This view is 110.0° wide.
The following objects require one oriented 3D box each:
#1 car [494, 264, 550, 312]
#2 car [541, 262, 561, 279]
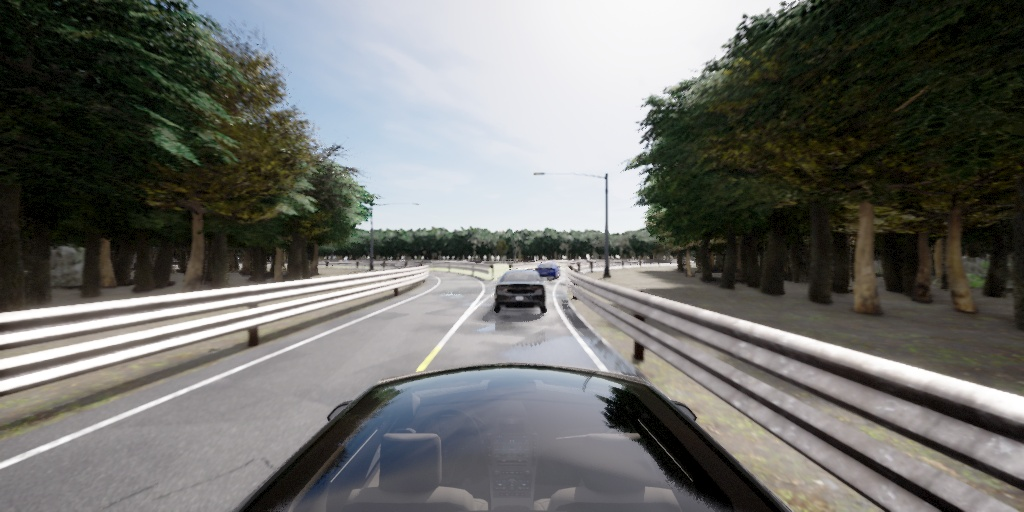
[{"bbox_3d":[0.412,1.285,14.629,1.882,1.535,5.008,0,0,4],"label":"car"},{"bbox_3d":[3.491,1.365,34.084,1.882,1.535,5.008,0,0,14],"label":"car"}]
